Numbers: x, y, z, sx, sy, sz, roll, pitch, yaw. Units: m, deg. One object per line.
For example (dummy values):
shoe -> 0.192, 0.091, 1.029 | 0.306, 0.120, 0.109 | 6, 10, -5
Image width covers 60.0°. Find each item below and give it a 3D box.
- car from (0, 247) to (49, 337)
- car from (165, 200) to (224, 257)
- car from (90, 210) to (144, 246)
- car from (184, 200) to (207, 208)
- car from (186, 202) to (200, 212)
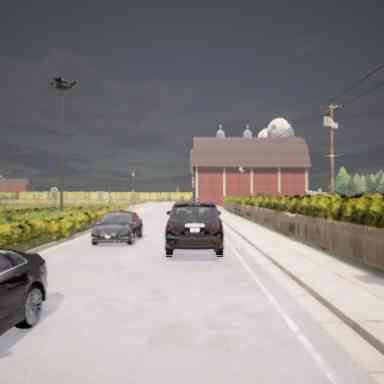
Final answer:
car -> -3.601, 1.546, 4.321 | 2.128, 1.511, 4.902 | 0, -1, 0
car -> 0.093, 1.398, 13.900 | 2.150, 2.045, 5.566 | 0, -1, 0
car -> -3.591, 1.714, 16.619 | 1.837, 1.490, 4.892 | 0, -1, 0
car -> 0.725, 2.303, 65.182 | 4.181, 1.385, 1.994 | -1, -1, 39
car -> 0.138, 2.176, 49.109 | 1.994, 1.385, 4.181 | 0, -1, 2
